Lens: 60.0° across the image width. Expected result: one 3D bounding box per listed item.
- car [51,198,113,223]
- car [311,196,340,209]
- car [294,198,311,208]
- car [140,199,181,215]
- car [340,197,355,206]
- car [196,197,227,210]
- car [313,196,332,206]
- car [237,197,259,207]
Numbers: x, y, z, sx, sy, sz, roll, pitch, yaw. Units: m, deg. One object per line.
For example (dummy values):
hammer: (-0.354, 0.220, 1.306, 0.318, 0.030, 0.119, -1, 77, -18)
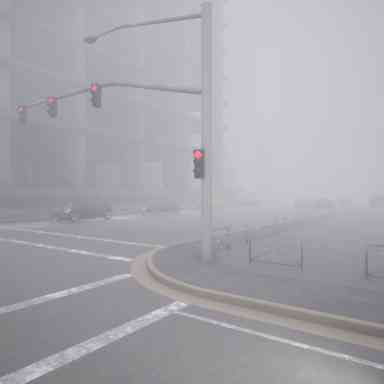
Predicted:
car: (-8.317, 1.297, 25.406, 2.097, 1.767, 4.553, 0, 0, 36)
car: (17.352, 1.508, 43.121, 1.994, 1.385, 4.181, 0, 0, 35)
car: (16.116, 1.509, 47.425, 1.994, 1.385, 4.181, 0, 0, 35)
car: (-3.052, 1.436, 32.829, 2.128, 1.511, 4.902, 0, 0, 35)
car: (25.078, 1.508, 54.023, 1.994, 1.385, 4.181, 0, 0, 35)
car: (2.401, 1.422, 40.515, 1.882, 1.535, 5.008, 0, 0, 36)
car: (21.864, 1.422, 55.539, 1.882, 1.535, 5.008, 0, 0, 35)
car: (8.264, 1.470, 48.729, 1.812, 1.442, 4.674, 0, 0, 36)
